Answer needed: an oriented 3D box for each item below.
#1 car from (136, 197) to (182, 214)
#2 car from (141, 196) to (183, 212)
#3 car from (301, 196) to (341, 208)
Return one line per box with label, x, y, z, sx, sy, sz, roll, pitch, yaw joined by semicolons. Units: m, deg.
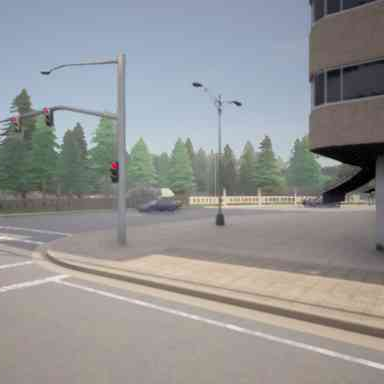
car;-3.672;1.523;34.784;4.674;1.442;1.812;0;0;-44
car;-3.496;1.354;39.524;4.553;1.767;2.097;0;0;-38
car;17.964;1.321;45.736;4.553;1.767;2.097;0;0;-9
